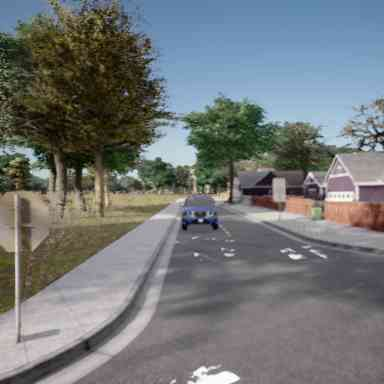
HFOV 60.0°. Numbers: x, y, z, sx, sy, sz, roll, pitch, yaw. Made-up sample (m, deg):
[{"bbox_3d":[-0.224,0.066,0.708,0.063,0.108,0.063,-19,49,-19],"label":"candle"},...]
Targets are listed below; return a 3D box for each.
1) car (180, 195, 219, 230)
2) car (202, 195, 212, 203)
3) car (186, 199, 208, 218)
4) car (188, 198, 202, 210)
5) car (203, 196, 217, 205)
[{"bbox_3d":[0.482,1.270,21.762,2.150,2.045,5.566,-1,0,0],"label":"car"},{"bbox_3d":[3.098,1.463,70.680,1.837,1.490,4.892,-1,0,0],"label":"car"},{"bbox_3d":[0.440,1.531,32.279,1.882,1.535,5.008,-1,0,0],"label":"car"},{"bbox_3d":[0.393,1.581,45.876,1.812,1.442,4.674,-1,0,0],"label":"car"},{"bbox_3d":[3.237,1.478,60.605,2.128,1.511,4.902,-1,0,0],"label":"car"}]
